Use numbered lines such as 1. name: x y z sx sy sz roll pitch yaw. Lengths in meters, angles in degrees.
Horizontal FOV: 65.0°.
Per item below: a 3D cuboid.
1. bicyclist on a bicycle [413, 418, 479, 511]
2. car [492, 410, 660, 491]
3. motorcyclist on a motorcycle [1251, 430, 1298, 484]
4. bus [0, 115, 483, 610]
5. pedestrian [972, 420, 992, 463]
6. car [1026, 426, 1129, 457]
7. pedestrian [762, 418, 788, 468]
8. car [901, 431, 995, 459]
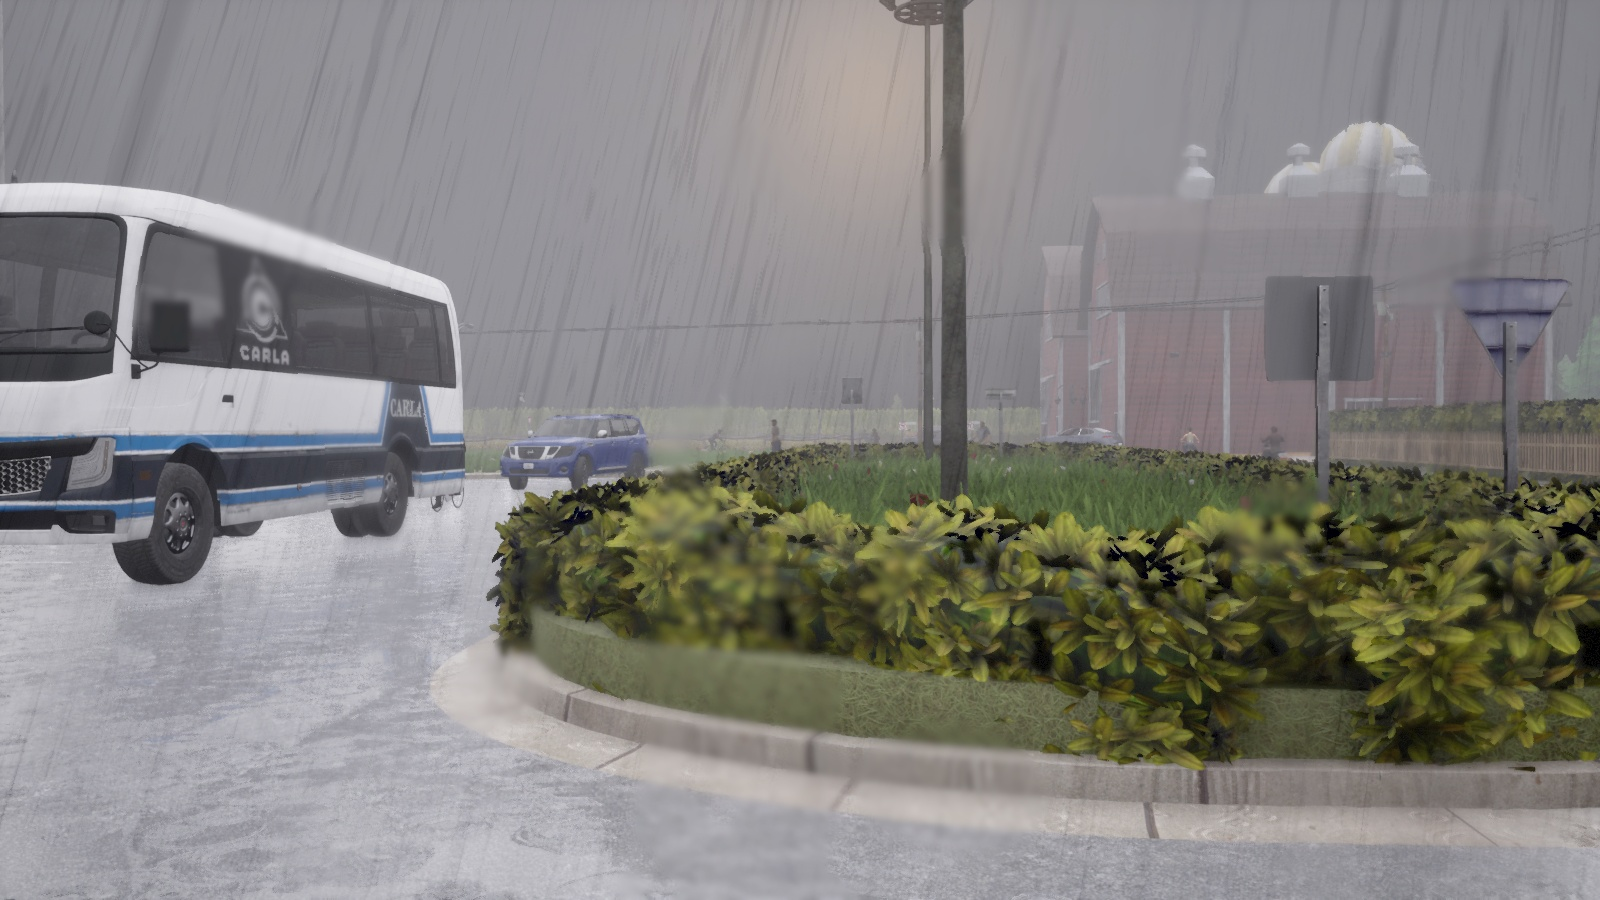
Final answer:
1. bicyclist on a bicycle: -6.991 0.272 24.884 0.659 1.776 1.843 0 1 5
2. car: -6.077 -0.036 34.912 2.150 2.045 5.566 1 1 19
3. motorcyclist on a motorcycle: 15.066 0.194 39.954 0.766 1.649 2.350 0 1 5
4. bus: -7.655 -0.836 16.062 3.944 4.253 10.273 0 1 4
5. pedestrian: 8.043 -0.381 55.513 0.540 1.848 0.694 1 1 45
6. car: 15.111 -0.494 68.445 5.027 1.651 2.152 1 1 38
7. pedestrian: -0.914 -0.252 45.631 0.869 1.805 0.328 0 1 -25
8. car: 8.185 -0.298 69.784 4.792 1.488 2.163 1 1 41
